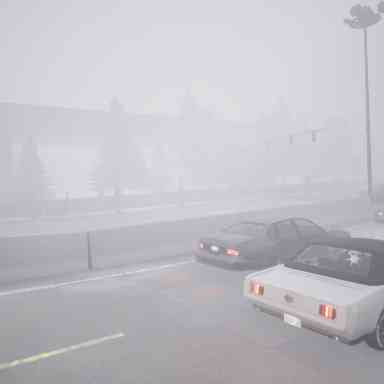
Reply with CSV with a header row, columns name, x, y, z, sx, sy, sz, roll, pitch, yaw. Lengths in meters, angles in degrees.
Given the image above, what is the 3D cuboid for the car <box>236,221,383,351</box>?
name,x,y,z,sx,sy,sz,roll,pitch,yaw
car,3.251,1.506,6.092,4.718,1.301,1.895,-2,1,-36

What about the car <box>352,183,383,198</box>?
name,x,y,z,sx,sy,sz,roll,pitch,yaw
car,15.161,0.083,26.558,4.553,1.767,2.097,-3,2,-11

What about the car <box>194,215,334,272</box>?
name,x,y,z,sx,sy,sz,roll,pitch,yaw
car,2.616,1.400,9.944,5.357,1.411,2.033,-3,1,-36

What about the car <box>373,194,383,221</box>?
name,x,y,z,sx,sy,sz,roll,pitch,yaw
car,10.764,0.867,15.809,5.357,1.411,2.033,-4,2,-36
